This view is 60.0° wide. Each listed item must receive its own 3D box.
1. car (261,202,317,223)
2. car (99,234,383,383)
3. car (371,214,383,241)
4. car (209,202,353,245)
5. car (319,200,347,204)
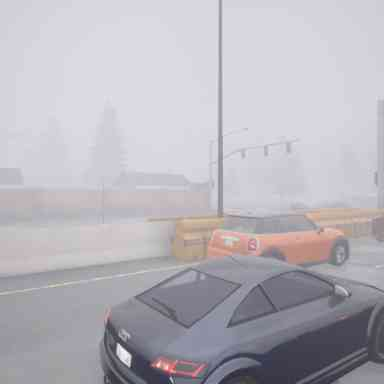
[{"bbox_3d":[7.800,1.546,26.584,4.674,1.442,1.812,0,0,-35],"label":"car"},{"bbox_3d":[0.963,1.564,4.424,4.181,1.385,1.994,0,0,-35],"label":"car"},{"bbox_3d":[10.245,1.477,15.359,5.008,1.535,1.882,0,0,-36],"label":"car"},{"bbox_3d":[2.703,1.352,9.956,4.553,1.767,2.097,0,0,-35],"label":"car"},{"bbox_3d":[9.827,1.330,23.731,4.674,1.442,1.812,0,0,-35],"label":"car"}]
